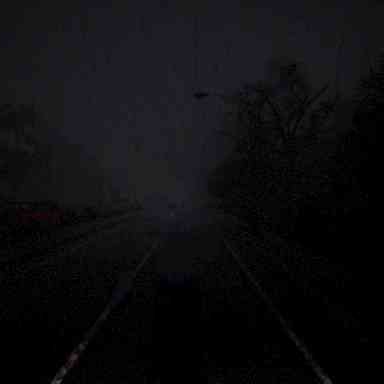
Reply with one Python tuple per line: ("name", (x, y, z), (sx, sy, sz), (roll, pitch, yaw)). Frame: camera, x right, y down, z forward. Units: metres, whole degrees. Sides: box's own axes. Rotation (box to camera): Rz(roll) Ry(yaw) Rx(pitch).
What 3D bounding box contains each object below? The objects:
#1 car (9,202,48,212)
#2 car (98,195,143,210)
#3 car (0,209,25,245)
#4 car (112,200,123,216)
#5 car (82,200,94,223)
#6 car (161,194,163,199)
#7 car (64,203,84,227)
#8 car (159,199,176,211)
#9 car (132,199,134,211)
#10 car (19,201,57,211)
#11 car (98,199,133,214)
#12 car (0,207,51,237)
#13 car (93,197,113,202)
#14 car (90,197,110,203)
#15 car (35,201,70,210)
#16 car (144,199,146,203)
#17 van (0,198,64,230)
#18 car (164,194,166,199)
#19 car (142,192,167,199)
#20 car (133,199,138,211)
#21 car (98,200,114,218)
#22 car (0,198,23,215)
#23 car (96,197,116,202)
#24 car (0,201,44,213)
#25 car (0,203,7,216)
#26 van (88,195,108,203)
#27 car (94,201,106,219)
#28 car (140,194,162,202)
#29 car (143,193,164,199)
("car", (-23.351, 2.125, 47.661), (4.674, 1.452, 2.002), (0, -1, 0))
("car", (-10.302, 1.834, 47.650), (5.566, 2.045, 2.435), (0, -1, 0))
("car", (-10.253, 1.659, 14.345), (4.792, 1.488, 2.163), (0, -1, 0))
("car", (-10.092, 1.838, 33.646), (5.366, 1.575, 1.946), (0, -1, 0))
("car", (-10.310, 1.606, 25.448), (4.553, 1.767, 2.185), (0, -1, 0))
("car", (-10.555, 1.982, 85.799), (4.792, 1.488, 2.163), (0, -1, 0))
("car", (-10.309, 1.734, 22.673), (4.792, 1.488, 2.163), (0, -1, 0))
("car", (-3.456, 2.147, 50.020), (1.895, 1.301, 4.718), (0, -1, 0))
("car", (-10.281, 1.989, 42.093), (4.892, 1.521, 2.231), (0, -1, 0))
("car", (-23.323, 2.163, 50.430), (4.792, 1.488, 2.163), (0, -1, 0))
("car", (-10.090, 1.935, 39.318), (5.366, 1.575, 1.946), (0, -1, 0))
("car", (-10.252, 1.684, 17.121), (4.792, 1.488, 2.163), (0, -1, 0))
("car", (-23.605, 2.018, 88.404), (4.674, 1.452, 2.002), (0, -1, 0))
("car", (-23.608, 1.989, 85.619), (4.674, 1.452, 2.002), (0, -1, 0))
("car", (-23.346, 2.229, 55.847), (5.008, 1.535, 2.097), (0, -1, 0))
("car", (-10.243, 2.213, 53.196), (4.792, 1.488, 2.163), (0, -1, 0))
("van", (-10.397, 1.454, 19.899), (4.442, 1.987, 1.878), (0, -1, 0))
("car", (-10.514, 2.001, 91.364), (5.008, 1.535, 2.097), (0, 0, 0))
("car", (-10.545, 1.761, 94.159), (5.566, 2.045, 2.435), (0, 0, 0))
("car", (-10.460, 2.033, 44.870), (5.366, 1.575, 1.946), (0, -1, 0))
("car", (-10.463, 1.797, 30.993), (5.366, 1.575, 1.946), (0, -1, 0))
("car", (-23.384, 1.687, 39.357), (5.566, 2.045, 2.435), (0, -1, 0))
("car", (-23.628, 2.029, 91.316), (4.792, 1.488, 2.163), (0, 0, 0))
("car", (-23.169, 2.033, 44.891), (5.366, 1.575, 1.946), (0, -1, 0))
("car", (-23.328, 1.919, 36.583), (4.792, 1.488, 2.163), (0, -1, 0))
("van", (-23.482, 1.698, 82.948), (4.442, 1.987, 1.878), (1, 0, 0))
("car", (-10.272, 1.764, 28.226), (4.892, 1.521, 2.231), (0, -1, 0))
("car", (-10.499, 1.954, 83.015), (4.792, 1.488, 2.163), (0, -1, 0))
("car", (-10.554, 1.855, 88.586), (4.553, 1.767, 2.185), (0, 0, 0))
